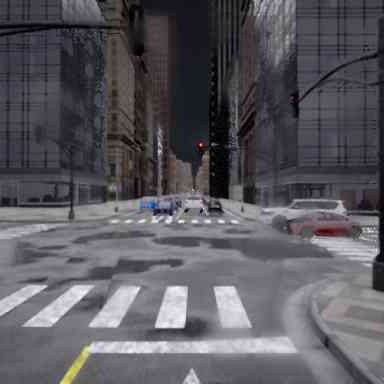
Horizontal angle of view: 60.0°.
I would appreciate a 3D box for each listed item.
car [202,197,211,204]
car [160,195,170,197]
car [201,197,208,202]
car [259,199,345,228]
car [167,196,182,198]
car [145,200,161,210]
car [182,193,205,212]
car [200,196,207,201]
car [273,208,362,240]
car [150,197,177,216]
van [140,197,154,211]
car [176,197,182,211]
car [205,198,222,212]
[{"bbox_3d":[3.080,1.846,70.813,1.887,1.381,4.507,0,0,0],"label":"car"},{"bbox_3d":[-5.519,1.706,59.570,1.967,1.590,4.097,0,0,0],"label":"car"},{"bbox_3d":[3.193,1.928,87.760,1.802,1.307,4.206,0,0,0],"label":"car"},{"bbox_3d":[7.299,1.462,21.852,5.566,2.045,2.150,1,0,0],"label":"car"},{"bbox_3d":[-2.700,1.799,55.436,2.033,1.411,5.357,0,0,1],"label":"car"},{"bbox_3d":[-5.596,1.806,48.272,1.802,1.307,4.206,0,0,0],"label":"car"},{"bbox_3d":[0.267,1.422,42.019,2.150,2.045,5.566,0,0,1],"label":"car"},{"bbox_3d":[3.231,1.911,93.408,2.008,1.369,4.403,0,0,0],"label":"car"},{"bbox_3d":[6.909,1.766,17.994,4.181,1.385,1.994,1,0,-10],"label":"car"},{"bbox_3d":[-2.919,1.647,35.124,1.882,1.535,5.008,0,0,0],"label":"car"},{"bbox_3d":[-5.632,1.543,42.625,1.690,1.788,3.998,0,0,0],"label":"van"},{"bbox_3d":[-2.838,1.776,45.082,1.994,1.385,4.181,0,0,1],"label":"car"},{"bbox_3d":[2.892,1.767,42.568,1.947,1.339,4.313,0,0,0],"label":"car"}]
